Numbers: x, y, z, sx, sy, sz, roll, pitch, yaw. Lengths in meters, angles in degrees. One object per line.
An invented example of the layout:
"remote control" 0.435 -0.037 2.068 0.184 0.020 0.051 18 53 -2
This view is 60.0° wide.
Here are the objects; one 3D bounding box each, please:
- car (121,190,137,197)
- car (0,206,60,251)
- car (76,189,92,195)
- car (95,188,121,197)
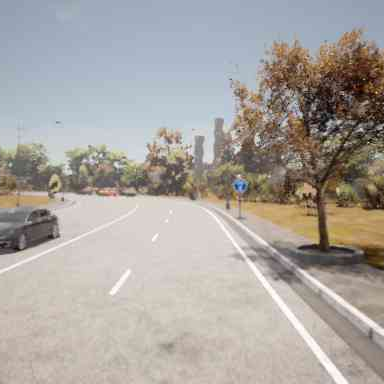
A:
"car" -13.141 0.324 67.394 1.895 1.301 4.718 0 1 -37
"car" -7.070 1.386 13.598 1.837 1.490 4.892 0 1 0
"car" -23.904 -0.017 73.906 4.674 1.442 1.812 2 1 38
"car" -16.887 0.051 66.500 2.097 1.767 4.553 0 1 -42
